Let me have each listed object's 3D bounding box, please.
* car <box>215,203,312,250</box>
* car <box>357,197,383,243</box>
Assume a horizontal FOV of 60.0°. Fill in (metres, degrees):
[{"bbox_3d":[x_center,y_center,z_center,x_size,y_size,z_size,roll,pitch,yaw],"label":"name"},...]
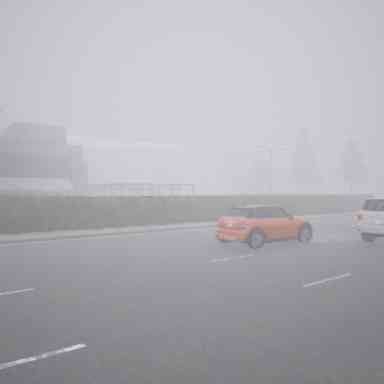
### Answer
[{"bbox_3d":[3.258,1.352,14.666,4.553,1.767,2.097,0,0,-35],"label":"car"},{"bbox_3d":[9.648,1.221,14.924,5.566,2.045,2.150,0,0,-35],"label":"car"}]
